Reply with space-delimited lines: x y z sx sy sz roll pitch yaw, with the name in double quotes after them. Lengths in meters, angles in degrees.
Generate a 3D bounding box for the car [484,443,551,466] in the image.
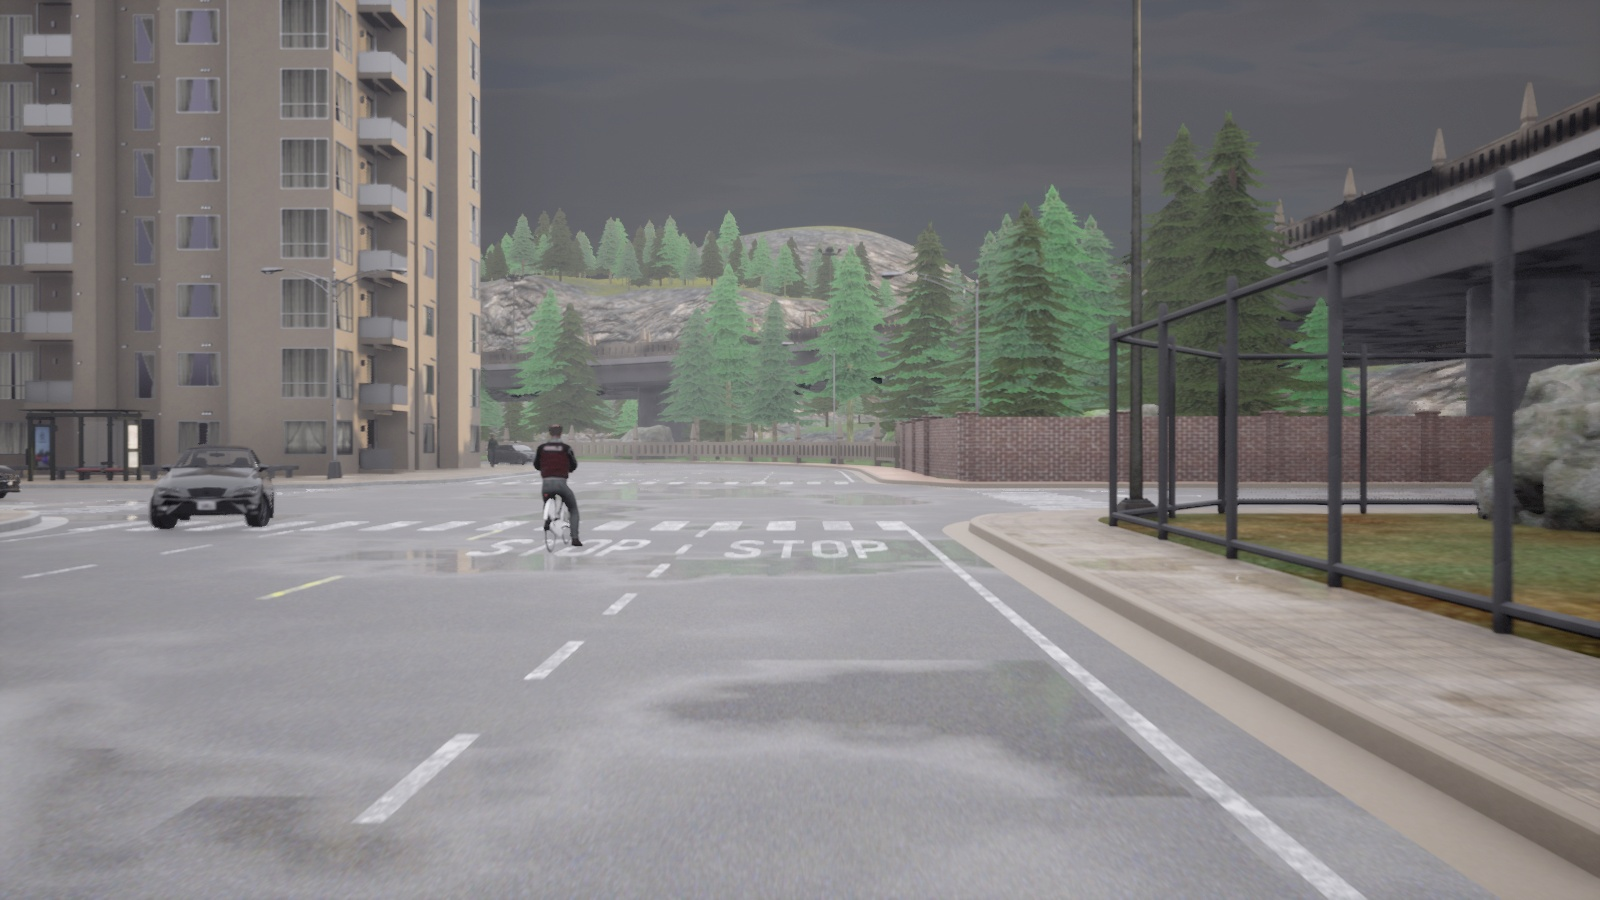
-18.520 0.294 82.249 4.674 1.442 1.812 0 0 41 "car"

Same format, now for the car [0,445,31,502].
-23.361 0.601 33.223 4.892 1.490 1.837 0 0 1 "car"

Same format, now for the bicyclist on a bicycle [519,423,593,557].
-3.385 0.514 17.566 0.659 1.776 1.843 0 1 0 "bicyclist on a bicycle"

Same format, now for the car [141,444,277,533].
-10.734 0.623 23.066 1.816 1.474 4.193 0 0 -19 "car"

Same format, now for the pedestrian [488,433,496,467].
-16.560 0.007 67.476 0.353 1.847 0.614 0 0 -10 "pedestrian"
